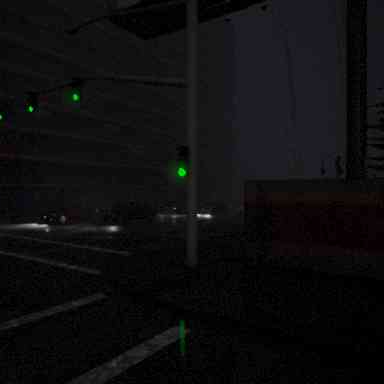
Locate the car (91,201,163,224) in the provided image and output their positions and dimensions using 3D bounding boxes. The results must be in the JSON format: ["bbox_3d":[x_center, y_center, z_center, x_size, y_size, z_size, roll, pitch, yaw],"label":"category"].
[{"bbox_3d":[-4.713,1.474,24.798,1.882,1.535,5.008,0,0,35],"label":"car"}]

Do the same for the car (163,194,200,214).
[{"bbox_3d":[-1.034,1.217,36.100,2.150,2.045,5.566,0,0,35],"label":"car"}]

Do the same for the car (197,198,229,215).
[{"bbox_3d":[2.199,1.560,34.619,1.994,1.385,4.181,0,0,35],"label":"car"}]

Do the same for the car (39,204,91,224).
[{"bbox_3d":[-9.060,1.560,24.704,1.994,1.385,4.181,0,0,35],"label":"car"}]
